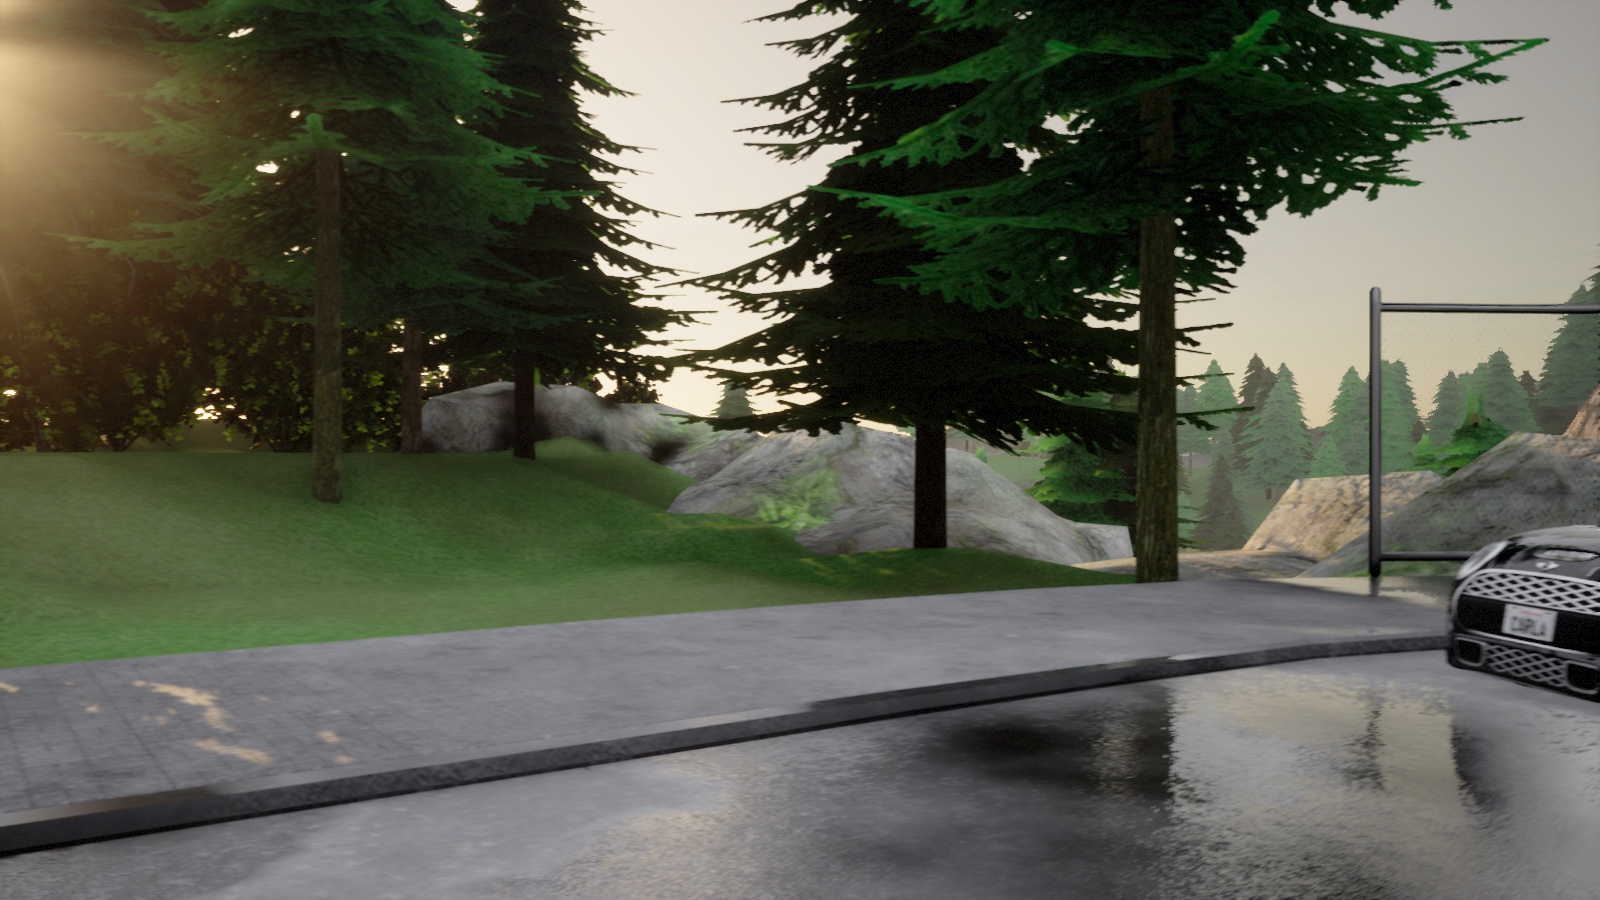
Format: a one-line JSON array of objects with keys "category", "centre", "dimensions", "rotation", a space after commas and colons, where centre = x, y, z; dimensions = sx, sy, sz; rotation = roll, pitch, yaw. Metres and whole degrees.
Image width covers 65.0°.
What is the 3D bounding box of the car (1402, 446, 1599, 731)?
[{"category": "car", "centre": [5.925, 0.718, 7.438], "dimensions": [3.806, 1.475, 1.970], "rotation": [0, 0, -9]}]
